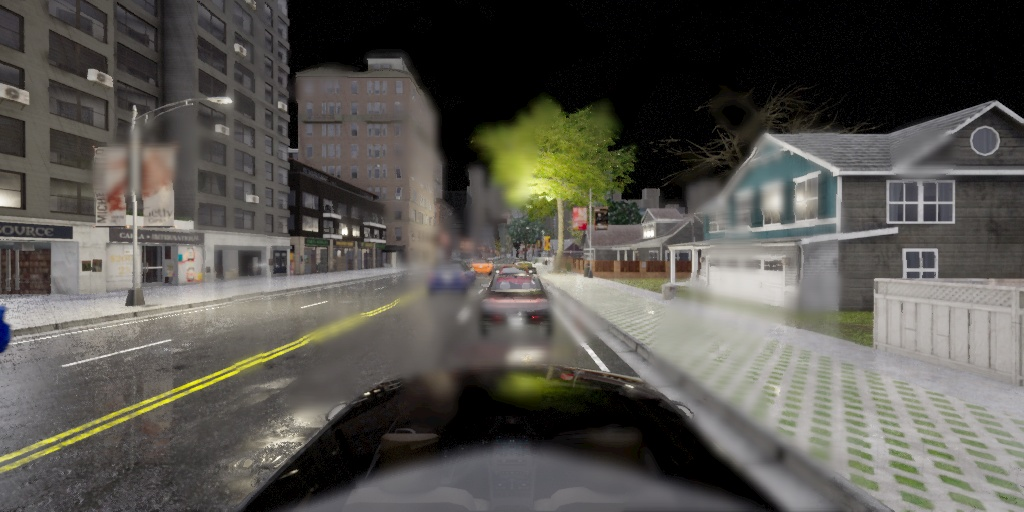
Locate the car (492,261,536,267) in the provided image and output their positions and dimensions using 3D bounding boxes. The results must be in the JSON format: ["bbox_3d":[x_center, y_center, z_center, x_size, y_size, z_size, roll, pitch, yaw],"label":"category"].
[{"bbox_3d":[0.120,1.218,19.879,1.882,1.535,5.008,0,0,0],"label":"car"}]

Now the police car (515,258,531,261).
[{"bbox_3d":[1.005,1.155,29.608,1.930,1.638,5.238,0,0,0],"label":"police car"}]

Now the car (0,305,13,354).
[{"bbox_3d":[-9.846,1.227,4.194,1.882,1.535,5.008,0,0,0],"label":"car"}]

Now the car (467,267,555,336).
[{"bbox_3d":[0.112,1.239,10.375,2.128,1.511,4.902,0,0,0],"label":"car"}]

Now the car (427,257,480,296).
[{"bbox_3d":[-3.130,1.093,19.545,2.097,1.767,4.553,0,0,0],"label":"car"}]

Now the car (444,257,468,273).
[{"bbox_3d":[-6.557,1.065,42.465,2.097,1.767,4.553,0,0,0],"label":"car"}]

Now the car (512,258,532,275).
[{"bbox_3d":[1.015,1.068,39.468,2.097,1.767,4.553,0,0,0],"label":"car"}]

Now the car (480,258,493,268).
[{"bbox_3d":[-3.109,1.071,38.015,2.097,1.767,4.553,0,0,0],"label":"car"}]

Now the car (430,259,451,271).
[{"bbox_3d":[-9.799,1.207,49.347,1.837,1.490,4.892,0,1,0],"label":"car"}]
